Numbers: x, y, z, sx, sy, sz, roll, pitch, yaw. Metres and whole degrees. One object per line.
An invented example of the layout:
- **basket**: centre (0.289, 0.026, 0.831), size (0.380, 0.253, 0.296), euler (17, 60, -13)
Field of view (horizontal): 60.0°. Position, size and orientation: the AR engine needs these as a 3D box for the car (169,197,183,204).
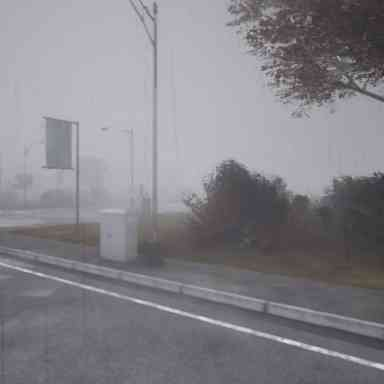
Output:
- **car**: centre (-2.179, 1.484, 58.973), size (1.994, 1.385, 4.181), euler (0, 0, 33)
